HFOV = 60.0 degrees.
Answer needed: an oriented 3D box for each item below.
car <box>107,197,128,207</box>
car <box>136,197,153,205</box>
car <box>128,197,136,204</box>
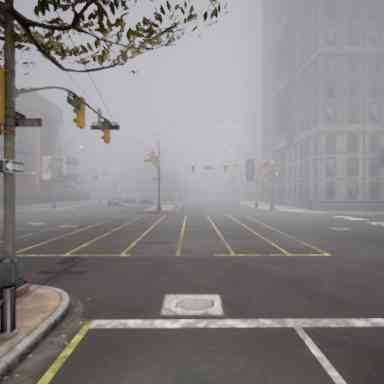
[{"bbox_3d":[-11.521,1.480,50.484,1.837,1.490,4.892,0,0,0],"label":"car"},{"bbox_3d":[-8.053,1.534,58.979,1.994,1.385,4.181,0,0,1],"label":"car"},{"bbox_3d":[-11.525,1.533,61.854,1.994,1.385,4.181,0,0,0],"label":"car"}]
